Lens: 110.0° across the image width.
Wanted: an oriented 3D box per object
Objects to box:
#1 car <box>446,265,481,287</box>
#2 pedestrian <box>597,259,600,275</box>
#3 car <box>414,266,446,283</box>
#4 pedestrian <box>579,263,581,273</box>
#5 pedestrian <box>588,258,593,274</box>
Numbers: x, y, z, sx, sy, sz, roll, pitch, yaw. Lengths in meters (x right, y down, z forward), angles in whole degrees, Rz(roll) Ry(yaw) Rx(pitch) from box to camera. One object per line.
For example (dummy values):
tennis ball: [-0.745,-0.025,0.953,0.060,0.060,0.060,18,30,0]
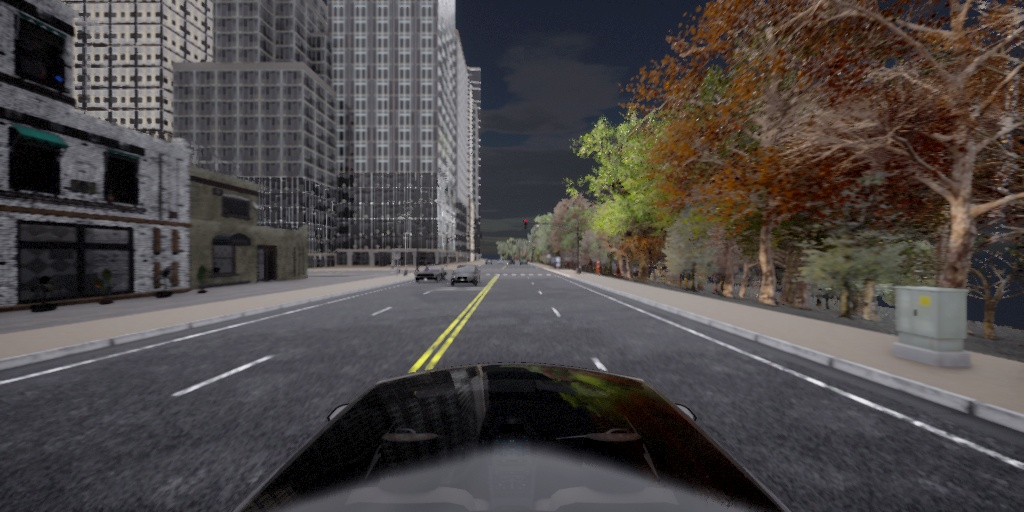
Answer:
car: [-3.340,1.392,26.498,1.837,1.490,4.892,0,-1,0]
pedestrian: [10.010,1.256,41.633,0.375,1.860,0.375,0,0,0]
car: [-6.583,1.502,29.569,1.895,1.301,4.718,0,0,0]
pedestrian: [8.010,1.385,42.233,0.375,1.300,0.375,0,0,0]
pedestrian: [8.996,1.099,41.032,0.375,1.860,0.375,0,0,0]
